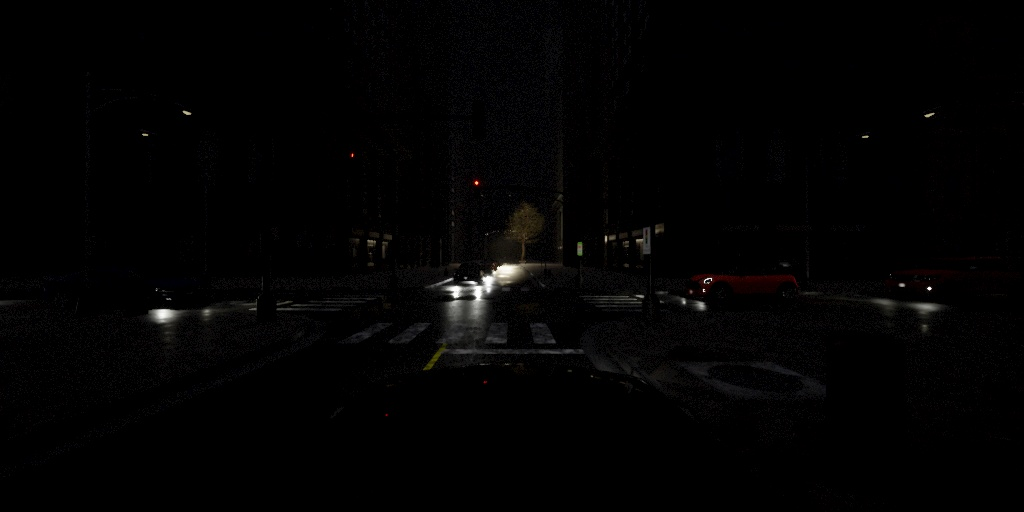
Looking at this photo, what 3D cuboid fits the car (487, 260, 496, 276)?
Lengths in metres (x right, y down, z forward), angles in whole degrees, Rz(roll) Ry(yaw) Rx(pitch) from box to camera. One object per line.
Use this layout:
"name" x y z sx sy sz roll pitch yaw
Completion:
"car" -3.087 1.354 38.226 1.895 1.301 4.718 0 0 0

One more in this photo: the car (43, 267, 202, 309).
"car" -14.907 1.176 13.895 5.008 1.535 1.882 0 0 2

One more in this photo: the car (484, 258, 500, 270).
"car" -3.074 1.116 48.381 2.097 1.767 4.553 0 0 0

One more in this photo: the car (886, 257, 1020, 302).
"car" 21.363 1.040 17.076 5.566 2.045 2.150 0 0 0

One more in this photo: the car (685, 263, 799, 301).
"car" 10.785 1.138 17.088 4.553 1.767 2.097 0 0 0

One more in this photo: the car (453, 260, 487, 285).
"car" -3.079 1.256 26.181 1.837 1.490 4.892 0 0 0
